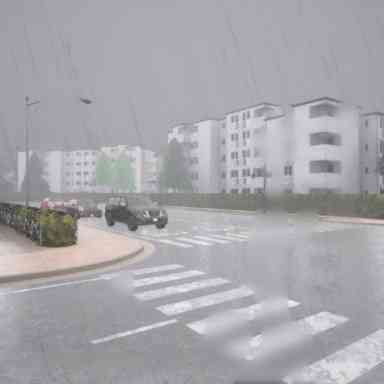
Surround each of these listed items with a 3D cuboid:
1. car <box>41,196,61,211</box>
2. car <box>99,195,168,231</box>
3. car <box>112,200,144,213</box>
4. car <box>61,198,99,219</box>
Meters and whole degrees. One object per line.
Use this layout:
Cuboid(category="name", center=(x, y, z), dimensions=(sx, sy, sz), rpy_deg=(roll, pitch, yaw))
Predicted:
Cuboid(category="car", center=(-15.423, 1.351, 37.326), dimensions=(2.097, 1.767, 4.553), rpy_deg=(0, 0, -36))
Cuboid(category="car", center=(-3.682, 1.221, 21.037), dimensions=(2.150, 2.045, 5.566), rpy_deg=(0, 0, -36))
Cuboid(category="car", center=(-7.511, 1.600, 38.710), dimensions=(1.895, 1.301, 4.718), rpy_deg=(0, 0, -36))
Cuboid(category="car", center=(-9.527, 1.351, 29.164), dimensions=(2.097, 1.767, 4.553), rpy_deg=(0, 0, -36))
